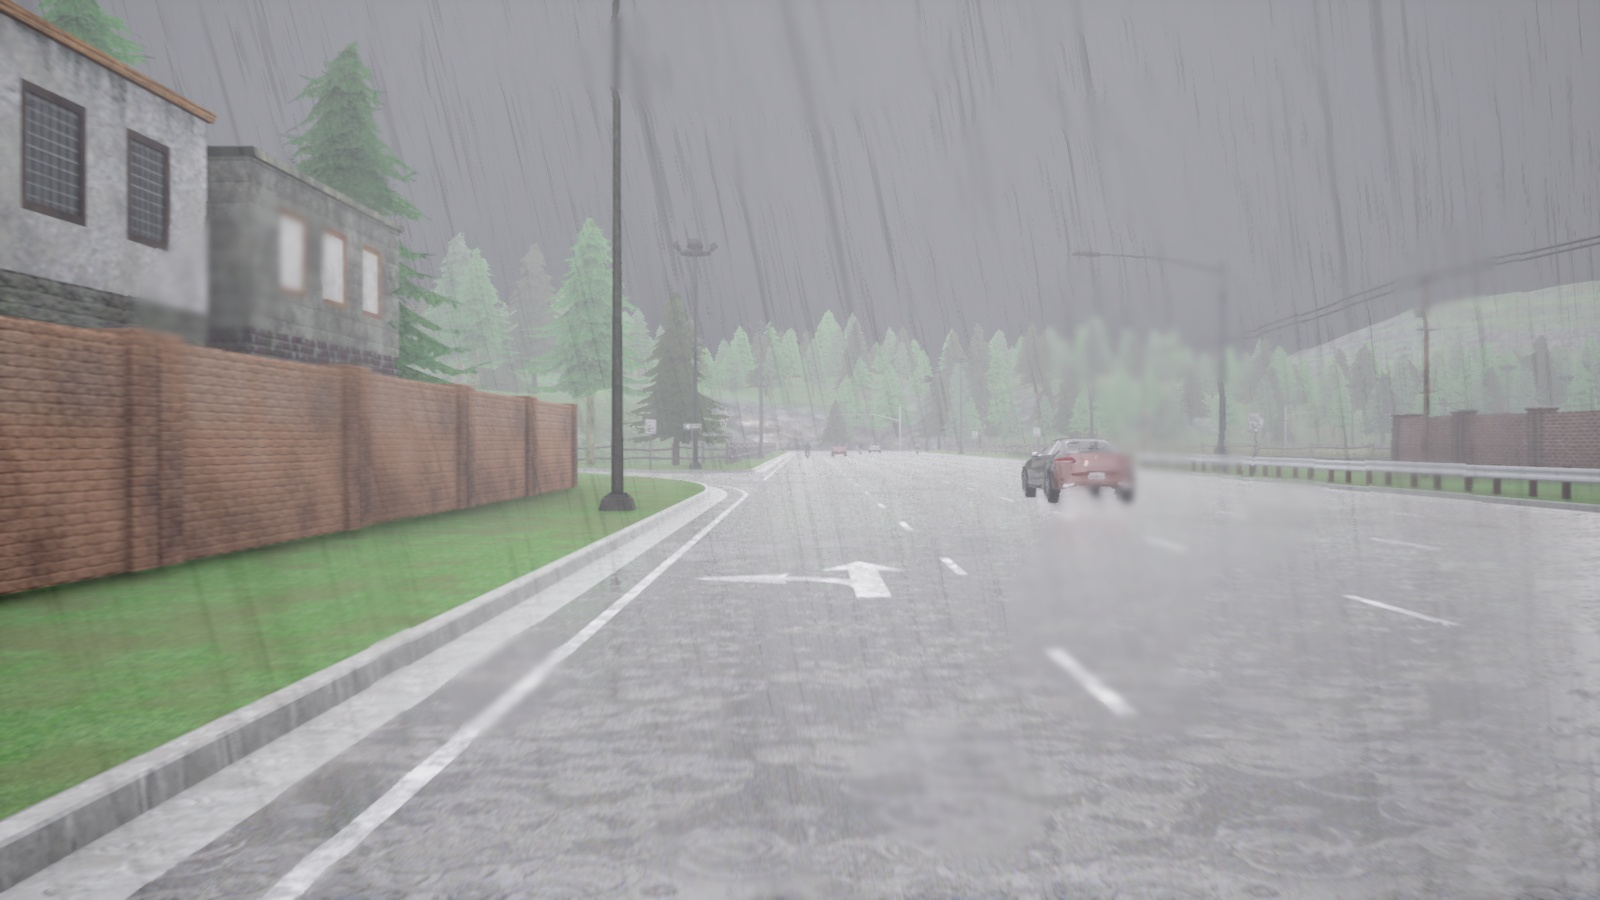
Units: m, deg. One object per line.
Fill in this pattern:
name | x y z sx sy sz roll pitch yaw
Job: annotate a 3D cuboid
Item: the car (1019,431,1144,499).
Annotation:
car | 7.201 0.348 32.658 2.152 1.651 5.027 0 0 0
